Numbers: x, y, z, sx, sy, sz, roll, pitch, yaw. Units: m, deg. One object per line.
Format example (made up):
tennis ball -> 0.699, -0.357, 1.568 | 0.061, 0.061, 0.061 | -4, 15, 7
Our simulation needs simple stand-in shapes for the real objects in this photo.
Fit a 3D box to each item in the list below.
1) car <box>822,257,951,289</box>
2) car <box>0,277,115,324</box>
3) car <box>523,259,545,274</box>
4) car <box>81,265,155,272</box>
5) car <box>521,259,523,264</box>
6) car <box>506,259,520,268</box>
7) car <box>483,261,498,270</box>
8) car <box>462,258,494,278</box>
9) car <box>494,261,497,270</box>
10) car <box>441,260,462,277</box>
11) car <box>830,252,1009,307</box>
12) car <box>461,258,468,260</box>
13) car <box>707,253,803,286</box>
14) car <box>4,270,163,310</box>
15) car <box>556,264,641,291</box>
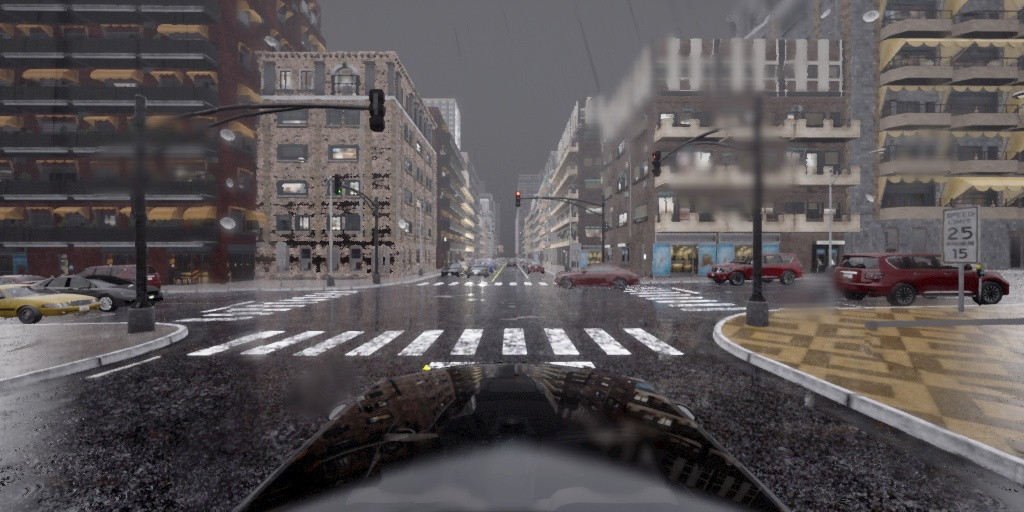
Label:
car -> 19.658, 0.858, 18.961 | 4.892, 1.490, 1.837 | -1, 0, -1
car -> -17.651, 1.585, 12.771 | 4.829, 1.417, 1.751 | 0, 0, -1
car -> 2.613, 1.198, 40.822 | 1.967, 1.591, 4.097 | 0, 0, 0
car -> -23.637, 1.462, 21.055 | 5.009, 1.841, 2.192 | 0, 0, -1
car -> 2.602, 1.200, 46.504 | 1.967, 1.591, 4.097 | 0, 0, 0
car -> -0.021, 1.276, 62.980 | 1.837, 1.490, 4.892 | 0, 0, 0
car -> -3.194, 1.365, 53.415 | 1.895, 1.301, 4.718 | 0, 0, 0
car -> -3.163, 1.247, 33.996 | 2.128, 1.511, 4.902 | 0, 0, 0
car -> -3.181, 1.237, 43.418 | 1.882, 1.535, 5.008 | 0, 0, 0
car -> -5.756, 1.322, 35.120 | 1.948, 1.339, 4.313 | 0, 0, 0
car -> 14.688, 0.775, 13.118 | 5.009, 1.841, 2.192 | 0, 0, -1
car -> -5.767, 1.284, 40.633 | 1.751, 1.417, 4.829 | 0, 0, 0
car -> 14.537, 0.759, 21.497 | 5.009, 1.841, 2.192 | 0, 0, -1
car -> -17.895, 1.560, 15.355 | 4.892, 1.490, 1.837 | -1, 0, -1
car -> 4.825, 1.167, 20.269 | 4.674, 1.442, 1.812 | -1, -1, 20
